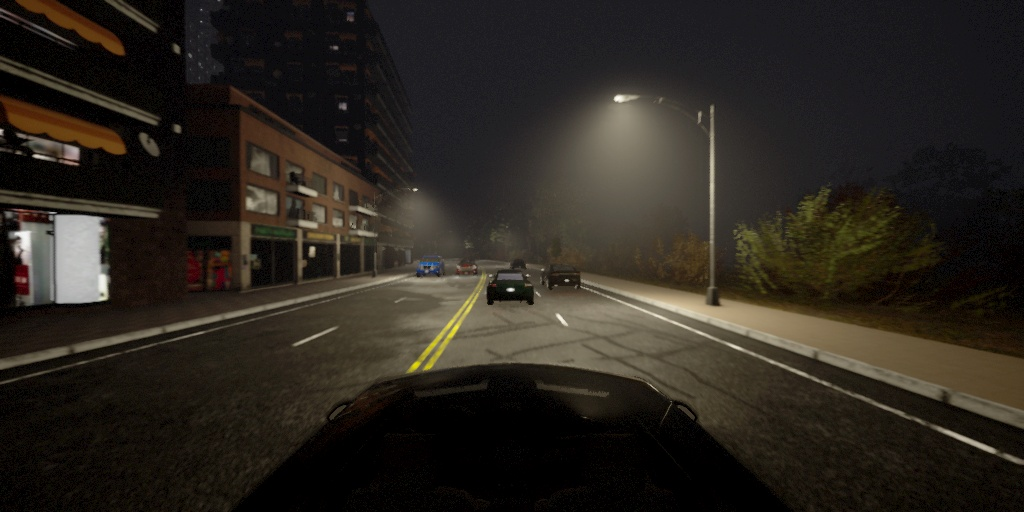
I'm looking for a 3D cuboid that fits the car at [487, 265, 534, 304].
[{"bbox_3d":[-0.114,1.306,16.245,1.994,1.385,4.181,0,0,-2],"label":"car"}]

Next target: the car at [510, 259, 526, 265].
[{"bbox_3d":[0.858,1.197,51.684,1.837,1.490,4.892,0,0,-6],"label":"car"}]

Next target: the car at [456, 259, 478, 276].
[{"bbox_3d":[-4.621,1.087,37.235,2.097,1.767,4.553,0,0,-4],"label":"car"}]

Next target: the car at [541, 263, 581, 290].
[{"bbox_3d":[2.928,1.205,22.279,1.882,1.535,5.008,0,0,-2],"label":"car"}]

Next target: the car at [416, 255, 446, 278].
[{"bbox_3d":[-7.673,0.969,34.287,2.150,2.045,5.566,0,0,-4],"label":"car"}]
